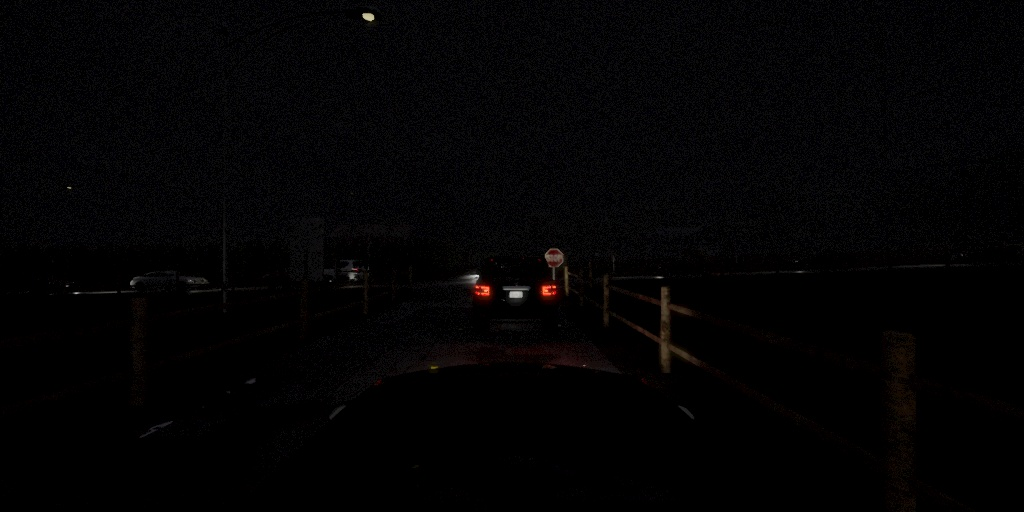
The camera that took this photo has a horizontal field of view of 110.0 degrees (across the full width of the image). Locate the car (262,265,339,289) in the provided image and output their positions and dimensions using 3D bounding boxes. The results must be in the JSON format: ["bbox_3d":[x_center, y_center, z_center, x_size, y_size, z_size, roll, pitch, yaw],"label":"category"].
[{"bbox_3d":[-15.377,1.588,25.790,4.674,1.442,1.812,-1,-2,0],"label":"car"}]

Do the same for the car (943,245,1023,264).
[{"bbox_3d":[37.801,-0.142,28.884,4.902,1.511,2.128,-2,-2,0],"label":"car"}]

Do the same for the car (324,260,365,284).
[{"bbox_3d":[-14.672,1.378,28.753,5.566,2.045,2.150,-1,-2,0],"label":"car"}]

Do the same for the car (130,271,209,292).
[{"bbox_3d":[-24.545,1.784,25.765,4.674,1.442,1.812,-1,-2,0],"label":"car"}]

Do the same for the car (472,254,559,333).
[{"bbox_3d":[0.060,0.975,10.883,2.150,2.045,5.566,0,0,-1],"label":"car"}]

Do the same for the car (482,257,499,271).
[{"bbox_3d":[-2.940,1.070,50.424,2.097,1.767,4.553,0,0,0],"label":"car"}]

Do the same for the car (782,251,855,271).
[{"bbox_3d":[24.555,0.360,28.859,5.008,1.535,1.882,-2,-2,0],"label":"car"}]

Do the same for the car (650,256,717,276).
[{"bbox_3d":[13.674,0.776,28.802,5.008,1.535,1.882,-2,-2,-1],"label":"car"}]

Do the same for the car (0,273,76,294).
[{"bbox_3d":[-34.431,1.951,25.749,4.902,1.511,2.128,-1,-2,0],"label":"car"}]

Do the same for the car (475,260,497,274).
[{"bbox_3d":[-2.936,1.220,41.218,2.128,1.511,4.902,0,0,0],"label":"car"}]
